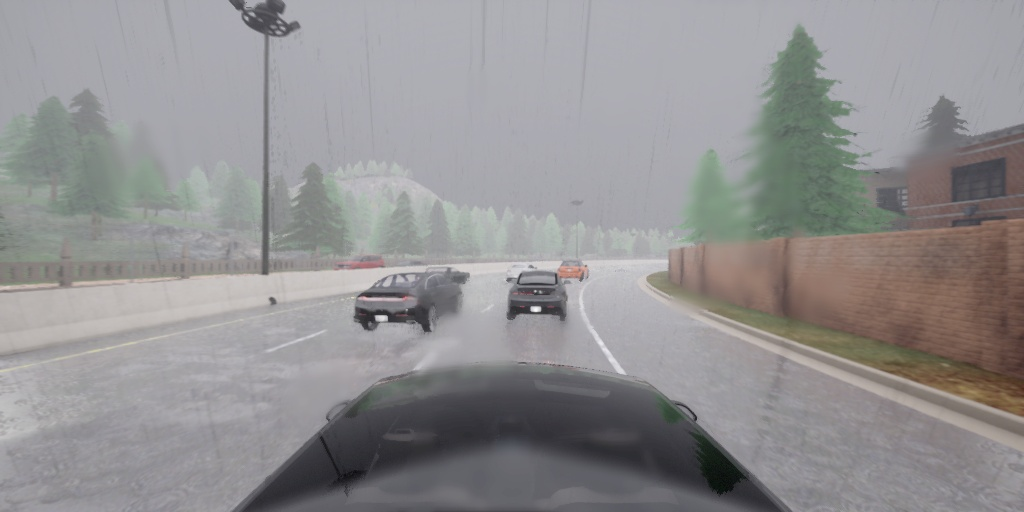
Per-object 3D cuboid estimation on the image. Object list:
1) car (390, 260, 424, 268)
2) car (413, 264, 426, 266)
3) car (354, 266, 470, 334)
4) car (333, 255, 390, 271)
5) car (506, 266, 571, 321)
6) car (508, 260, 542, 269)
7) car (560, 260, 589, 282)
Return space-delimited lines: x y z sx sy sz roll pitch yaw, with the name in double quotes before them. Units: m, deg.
"car" -10.895 1.198 37.579 1.837 1.490 4.892 0 0 21
"car" -4.260 1.327 22.792 1.895 1.301 4.718 0 0 13
"car" -2.756 1.227 10.665 2.128 1.511 4.902 0 0 6
"car" -15.169 0.894 36.029 2.150 2.045 5.566 0 0 19
"car" 0.977 1.257 12.555 1.837 1.490 4.892 0 0 7
"car" 0.917 1.275 28.351 1.812 1.442 4.674 0 0 17
"car" 5.152 1.121 29.934 2.097 1.767 4.553 0 0 19
